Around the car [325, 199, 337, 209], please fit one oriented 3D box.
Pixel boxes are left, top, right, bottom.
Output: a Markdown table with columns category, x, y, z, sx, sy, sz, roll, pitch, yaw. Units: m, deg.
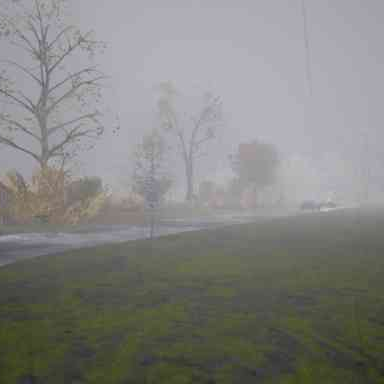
| category | x | y | z | sx | sy | sz | roll | pitch | yaw |
| --- | --- | --- | --- | --- | --- | --- | --- | --- | --- |
| car | 22.576 | 1.911 | 54.939 | 2.128 | 1.511 | 4.902 | 1 | 0 | 36 |

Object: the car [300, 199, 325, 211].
| category | x | y | z | sx | sy | sz | roll | pitch | yaw |
| --- | --- | --- | --- | --- | --- | --- | --- | --- | --- |
| car | 16.695 | 1.859 | 46.725 | 1.837 | 1.490 | 4.892 | 1 | 0 | 36 |
